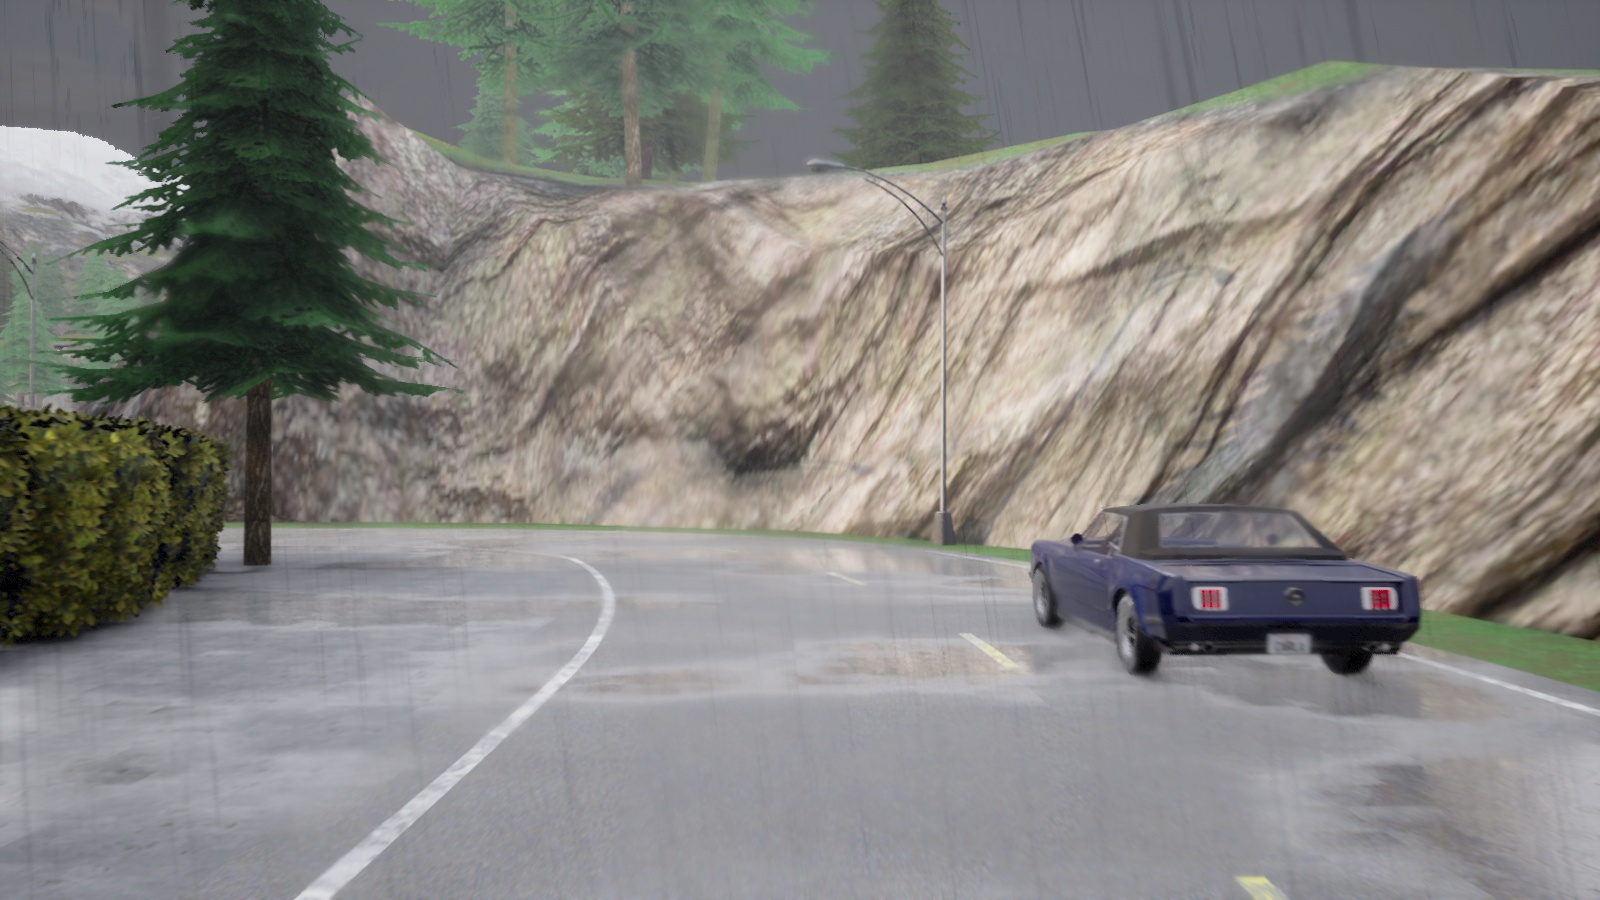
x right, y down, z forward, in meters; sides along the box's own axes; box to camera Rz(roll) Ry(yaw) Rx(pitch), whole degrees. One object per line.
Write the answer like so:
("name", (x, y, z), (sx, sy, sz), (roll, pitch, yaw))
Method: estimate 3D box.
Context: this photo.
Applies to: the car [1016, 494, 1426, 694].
("car", (3.366, 1.089, 11.164), (1.895, 1.301, 4.718), (0, -1, -2))
